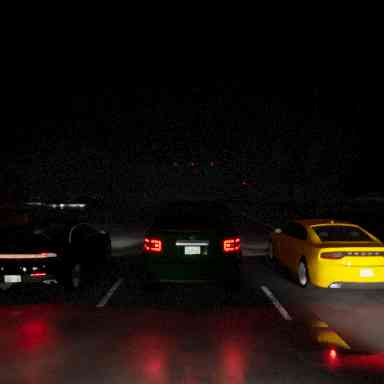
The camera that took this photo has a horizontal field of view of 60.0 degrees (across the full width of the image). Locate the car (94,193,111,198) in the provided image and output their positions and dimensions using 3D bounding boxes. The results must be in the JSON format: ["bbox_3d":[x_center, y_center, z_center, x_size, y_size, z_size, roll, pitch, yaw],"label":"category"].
[{"bbox_3d":[-18.585,1.065,68.157,2.097,1.767,4.553,0,0,-1],"label":"car"}]

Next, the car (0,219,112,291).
[{"bbox_3d":[-3.519,1.483,8.945,2.128,1.511,4.902,0,0,0],"label":"car"}]

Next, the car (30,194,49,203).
[{"bbox_3d":[-29.004,1.213,63.306,1.882,1.535,5.008,0,0,-1],"label":"car"}]

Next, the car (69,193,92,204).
[{"bbox_3d":[-18.453,1.342,55.557,1.994,1.385,4.181,0,0,-1],"label":"car"}]

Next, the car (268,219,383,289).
[{"bbox_3d":[3.477,1.469,9.143,1.882,1.535,5.008,0,0,0],"label":"car"}]

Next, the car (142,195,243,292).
[{"bbox_3d":[-0.011,1.213,9.089,2.150,2.045,5.566,0,0,0],"label":"car"}]

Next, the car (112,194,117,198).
[{"bbox_3d":[-18.752,1.198,77.827,2.033,1.411,5.357,0,0,-1],"label":"car"}]

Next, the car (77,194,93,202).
[{"bbox_3d":[-22.098,1.184,68.880,1.882,1.535,5.008,0,0,-1],"label":"car"}]

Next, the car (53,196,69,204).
[{"bbox_3d":[-21.956,1.337,56.492,1.994,1.385,4.181,0,0,-1],"label":"car"}]
